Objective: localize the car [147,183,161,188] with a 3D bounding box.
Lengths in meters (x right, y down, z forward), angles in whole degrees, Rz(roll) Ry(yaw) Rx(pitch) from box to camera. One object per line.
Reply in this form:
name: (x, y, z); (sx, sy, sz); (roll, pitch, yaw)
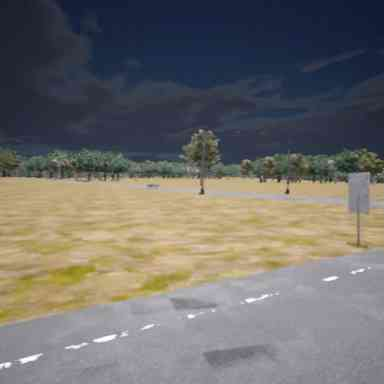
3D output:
car: (-9.924, -1.696, 86.256); (2.033, 1.411, 5.357); (0, 2, -30)
